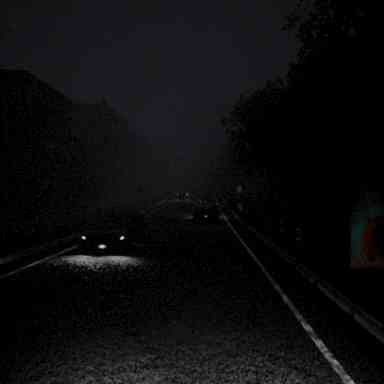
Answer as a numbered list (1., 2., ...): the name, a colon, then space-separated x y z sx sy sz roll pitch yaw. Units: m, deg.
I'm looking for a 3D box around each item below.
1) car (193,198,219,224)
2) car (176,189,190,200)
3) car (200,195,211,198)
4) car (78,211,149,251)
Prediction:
1. car: 1.070 1.508 25.537 1.882 1.535 5.008 0 0 2
2. car: -1.443 0.278 54.368 2.097 1.767 4.553 0 4 3
3. car: 1.782 1.107 43.294 2.033 1.411 5.357 0 3 2
4. car: -3.075 1.550 14.387 2.033 1.411 5.357 0 0 2
